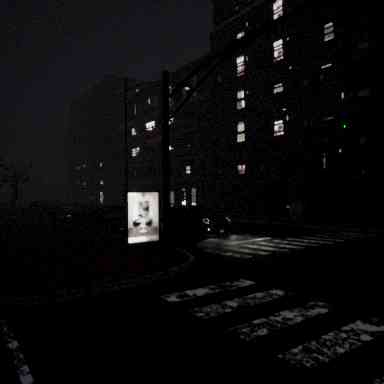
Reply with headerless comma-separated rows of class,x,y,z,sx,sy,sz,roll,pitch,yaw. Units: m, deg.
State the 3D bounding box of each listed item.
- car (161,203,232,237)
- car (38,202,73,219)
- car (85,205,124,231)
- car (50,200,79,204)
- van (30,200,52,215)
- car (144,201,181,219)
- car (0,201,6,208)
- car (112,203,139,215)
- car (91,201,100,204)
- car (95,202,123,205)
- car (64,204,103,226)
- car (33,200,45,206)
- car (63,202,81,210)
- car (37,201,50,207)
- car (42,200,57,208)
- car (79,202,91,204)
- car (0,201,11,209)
car,0.275,1.579,19.888,2.097,1.767,4.553,-1,-1,-37
car,-14.895,2.114,36.133,1.887,1.381,4.507,-2,0,-36
car,-5.526,1.887,23.164,2.008,1.369,4.403,-2,0,-36
car,-16.596,2.171,43.102,1.812,1.442,4.674,-1,-1,-36
van,-19.828,2.034,43.010,1.690,1.788,3.998,-2,0,-36
car,-3.130,1.823,34.557,1.967,1.590,4.097,-2,0,-36
car,-44.710,2.861,77.303,1.887,1.381,4.507,-2,0,-36
car,-8.401,2.096,41.730,1.802,1.307,4.206,-2,0,-36
car,-15.012,2.118,50.696,1.967,1.590,4.097,-2,0,-36
car,-6.612,1.901,29.302,1.837,1.490,4.892,-1,0,-36
car,-8.800,1.969,27.669,2.008,1.369,4.403,-2,0,-36
car,-37.931,2.796,82.229,1.887,1.381,4.507,-2,0,-36
car,-21.560,2.423,59.703,1.802,1.307,4.206,-2,0,-36
car,-34.656,2.735,77.724,1.947,1.339,4.313,-2,0,-36
car,-31.386,2.527,73.219,1.967,1.590,4.097,-2,0,-36
car,-17.186,2.177,49.296,1.882,1.535,5.008,-1,-1,-36
car,-38.162,2.703,68.293,2.008,1.369,4.403,-2,0,-36
